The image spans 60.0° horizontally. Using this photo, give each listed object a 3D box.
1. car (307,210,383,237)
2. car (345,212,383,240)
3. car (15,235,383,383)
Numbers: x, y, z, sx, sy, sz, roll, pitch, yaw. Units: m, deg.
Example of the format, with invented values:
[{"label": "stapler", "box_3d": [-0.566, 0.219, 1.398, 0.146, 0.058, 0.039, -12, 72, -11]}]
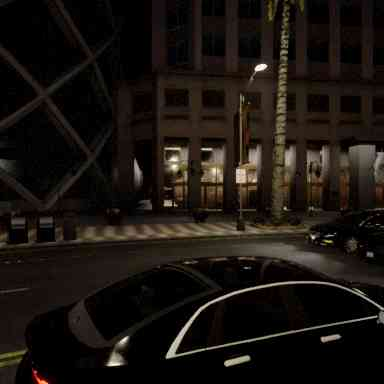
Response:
[{"label": "car", "box_3d": [7.040, 1.505, 13.276, 4.892, 1.490, 1.837, 0, 0, -12]}, {"label": "car", "box_3d": [7.421, 1.477, 9.805, 5.008, 1.535, 1.882, 0, 0, -12]}, {"label": "car", "box_3d": [0.802, 1.505, 3.700, 4.892, 1.490, 1.837, 0, 0, -26]}]
